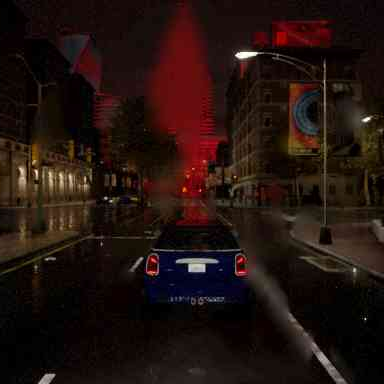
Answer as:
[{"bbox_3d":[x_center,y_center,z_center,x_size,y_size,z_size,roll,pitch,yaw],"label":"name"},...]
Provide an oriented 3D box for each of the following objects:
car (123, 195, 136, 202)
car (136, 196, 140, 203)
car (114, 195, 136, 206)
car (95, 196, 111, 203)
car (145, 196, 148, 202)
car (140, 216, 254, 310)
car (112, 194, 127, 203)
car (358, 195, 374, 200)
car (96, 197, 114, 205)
[{"bbox_3d":[-14.727,1.524,78.480,2.128,1.511,4.902,0,0,0],"label":"car"},{"bbox_3d":[-11.297,1.477,66.148,1.882,1.535,5.008,0,0,1],"label":"car"},{"bbox_3d":[-11.386,1.525,56.795,1.812,1.442,4.674,0,0,0],"label":"car"},{"bbox_3d":[-18.015,1.594,67.472,1.895,1.301,4.718,0,0,0],"label":"car"},{"bbox_3d":[-11.235,1.552,76.207,1.994,1.385,4.181,0,0,0],"label":"car"},{"bbox_3d":[0.101,1.352,7.960,2.097,1.767,4.553,0,0,0],"label":"car"},{"bbox_3d":[-14.764,1.351,68.079,2.097,1.767,4.553,0,0,0],"label":"car"},{"bbox_3d":[34.684,1.480,68.681,2.231,1.521,4.892,0,0,0],"label":"car"},{"bbox_3d":[-14.876,1.547,57.969,2.033,1.411,5.357,0,0,0],"label":"car"}]
